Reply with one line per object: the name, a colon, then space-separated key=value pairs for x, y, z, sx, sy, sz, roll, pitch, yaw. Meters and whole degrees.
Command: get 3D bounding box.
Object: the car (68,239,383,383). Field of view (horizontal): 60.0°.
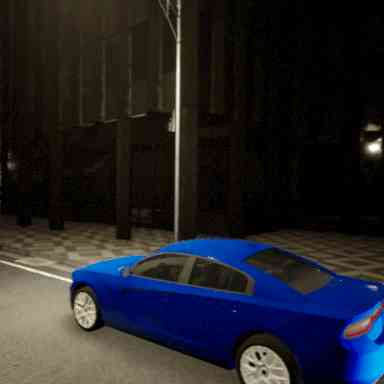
car: x=0.139 y=1.464 z=5.073 sx=5.008 sy=1.535 sz=1.882 roll=0 pitch=0 yaw=36
